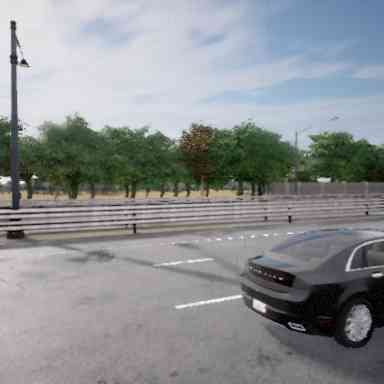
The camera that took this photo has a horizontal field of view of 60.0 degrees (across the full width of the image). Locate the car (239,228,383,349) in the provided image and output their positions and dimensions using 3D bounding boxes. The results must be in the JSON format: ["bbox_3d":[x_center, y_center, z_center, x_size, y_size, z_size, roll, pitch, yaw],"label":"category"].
[{"bbox_3d":[3.187,1.433,6.064,4.892,1.490,1.837,-1,1,-26],"label":"car"}]
